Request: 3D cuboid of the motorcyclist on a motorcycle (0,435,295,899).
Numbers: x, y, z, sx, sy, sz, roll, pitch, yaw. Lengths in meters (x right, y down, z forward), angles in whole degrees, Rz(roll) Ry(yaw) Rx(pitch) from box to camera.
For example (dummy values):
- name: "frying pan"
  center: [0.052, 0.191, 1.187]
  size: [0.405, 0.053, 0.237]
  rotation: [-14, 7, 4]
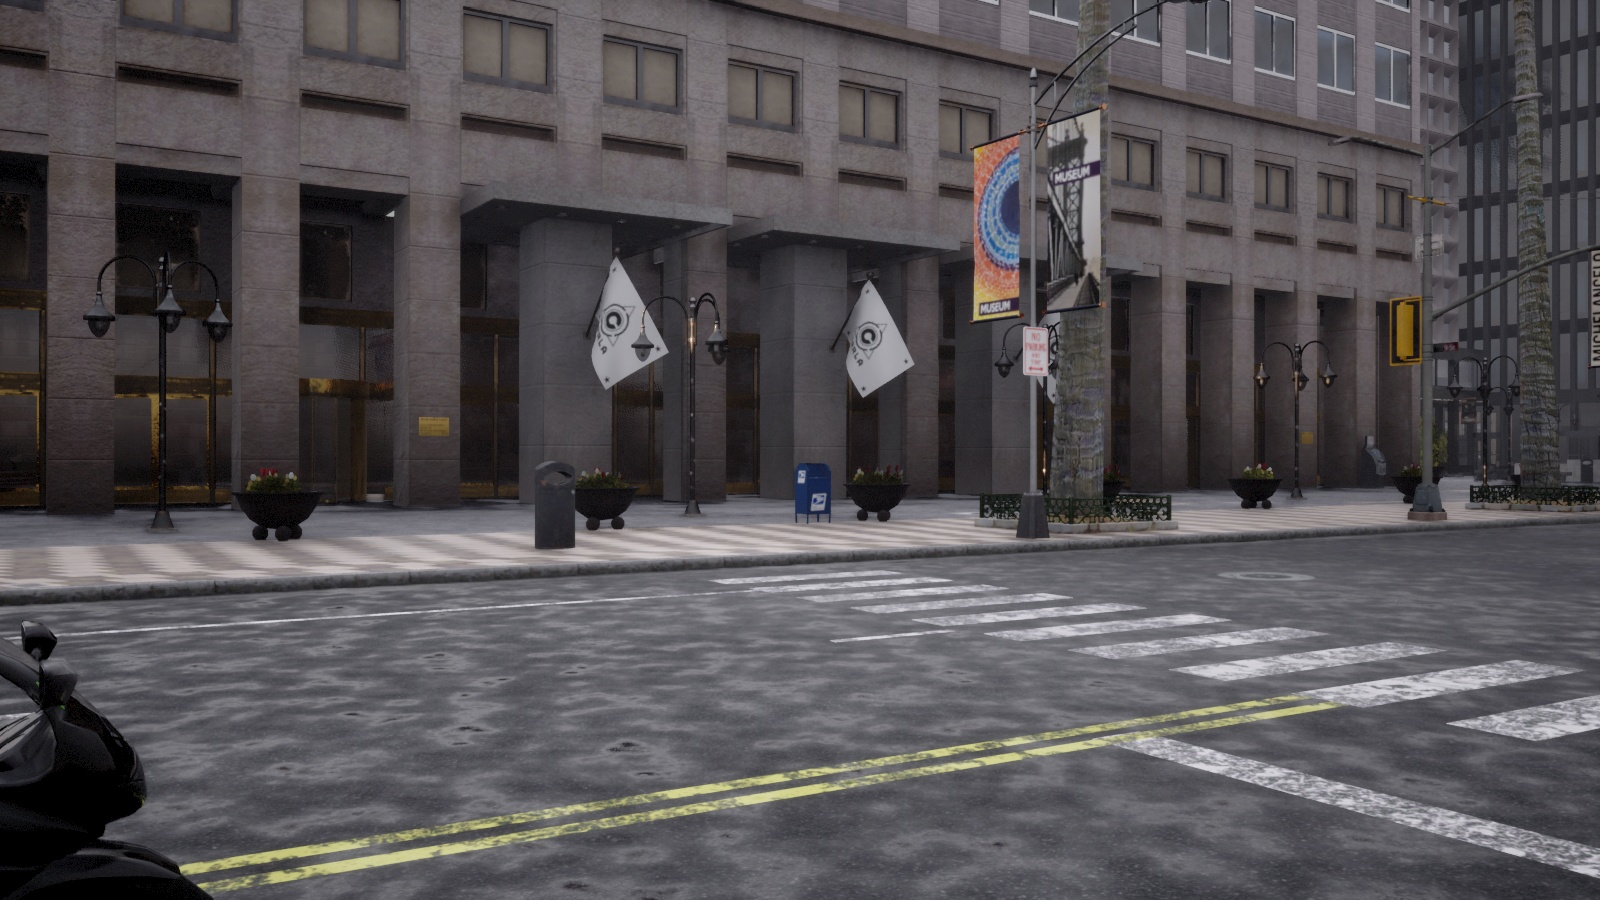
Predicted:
- name: "motorcyclist on a motorcycle"
  center: [-2.079, 0.737, 2.266]
  size: [2.044, 1.523, 0.797]
  rotation: [0, 0, -34]
